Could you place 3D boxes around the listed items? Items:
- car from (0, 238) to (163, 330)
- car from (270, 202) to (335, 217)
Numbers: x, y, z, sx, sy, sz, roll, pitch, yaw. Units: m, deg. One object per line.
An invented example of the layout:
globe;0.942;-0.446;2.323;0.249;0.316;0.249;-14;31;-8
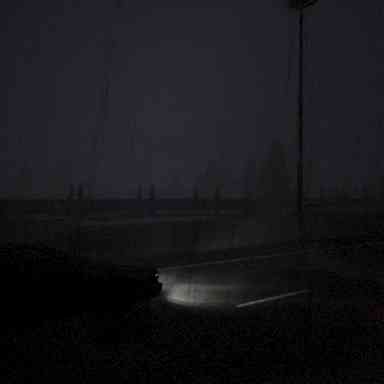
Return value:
car;-3.204;1.526;5.691;5.357;1.411;2.033;0;0;-34
car;7.910;1.472;23.897;5.008;1.535;1.882;0;0;-23
